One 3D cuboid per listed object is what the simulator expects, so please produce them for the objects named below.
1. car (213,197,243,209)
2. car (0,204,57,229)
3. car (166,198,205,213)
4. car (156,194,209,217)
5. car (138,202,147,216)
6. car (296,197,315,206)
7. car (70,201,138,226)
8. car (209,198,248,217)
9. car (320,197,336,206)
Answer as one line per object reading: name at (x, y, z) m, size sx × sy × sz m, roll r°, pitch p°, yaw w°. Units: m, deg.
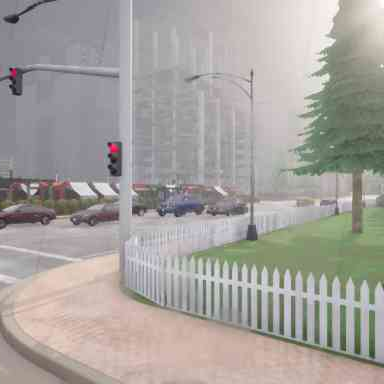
car at (5.160, 1.491, 46.696) m, size 2.128 × 1.511 × 4.902 m, roll 0°, pitch 0°, yaw 34°
car at (-11.415, 1.526, 22.169) m, size 1.812 × 1.442 × 4.674 m, roll 0°, pitch 0°, yaw 36°
car at (-0.654, 1.491, 38.128) m, size 2.128 × 1.511 × 4.902 m, roll 0°, pitch 0°, yaw 34°
car at (-0.990, 1.221, 31.378) m, size 2.150 × 2.045 × 5.566 m, roll 0°, pitch 0°, yaw 34°
car at (-6.196, 1.478, 29.914) m, size 1.882 × 1.535 × 5.008 m, roll 0°, pitch 0°, yaw 34°
car at (18.250, 1.478, 53.326) m, size 1.882 × 1.535 × 5.008 m, roll 0°, pitch 0°, yaw 34°
car at (-6.300, 1.526, 23.458) m, size 1.812 × 1.442 × 4.674 m, roll 0°, pitch 0°, yaw 34°
car at (3.394, 1.547, 31.254) m, size 2.033 × 1.411 × 5.357 m, roll 0°, pitch 0°, yaw 34°
car at (21.080, 1.526, 51.264) m, size 1.812 × 1.442 × 4.674 m, roll 0°, pitch 0°, yaw 34°
